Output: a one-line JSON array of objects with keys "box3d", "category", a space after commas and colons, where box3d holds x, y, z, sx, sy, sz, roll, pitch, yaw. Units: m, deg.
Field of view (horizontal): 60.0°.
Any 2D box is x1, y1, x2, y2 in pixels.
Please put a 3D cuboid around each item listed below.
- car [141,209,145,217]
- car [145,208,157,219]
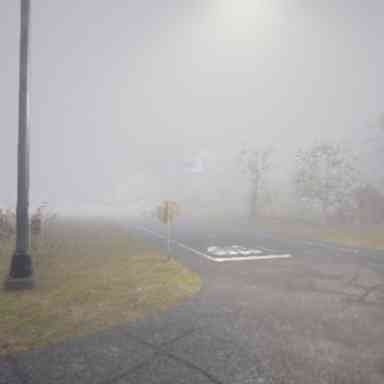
[{"box3d": [-7.814, 3.603, 58.749, 1.882, 1.535, 5.008, 0, -2, -17], "category": "car"}, {"box3d": [-5.458, 3.342, 51.362, 2.128, 1.511, 4.902, 0, -2, -17], "category": "car"}]
